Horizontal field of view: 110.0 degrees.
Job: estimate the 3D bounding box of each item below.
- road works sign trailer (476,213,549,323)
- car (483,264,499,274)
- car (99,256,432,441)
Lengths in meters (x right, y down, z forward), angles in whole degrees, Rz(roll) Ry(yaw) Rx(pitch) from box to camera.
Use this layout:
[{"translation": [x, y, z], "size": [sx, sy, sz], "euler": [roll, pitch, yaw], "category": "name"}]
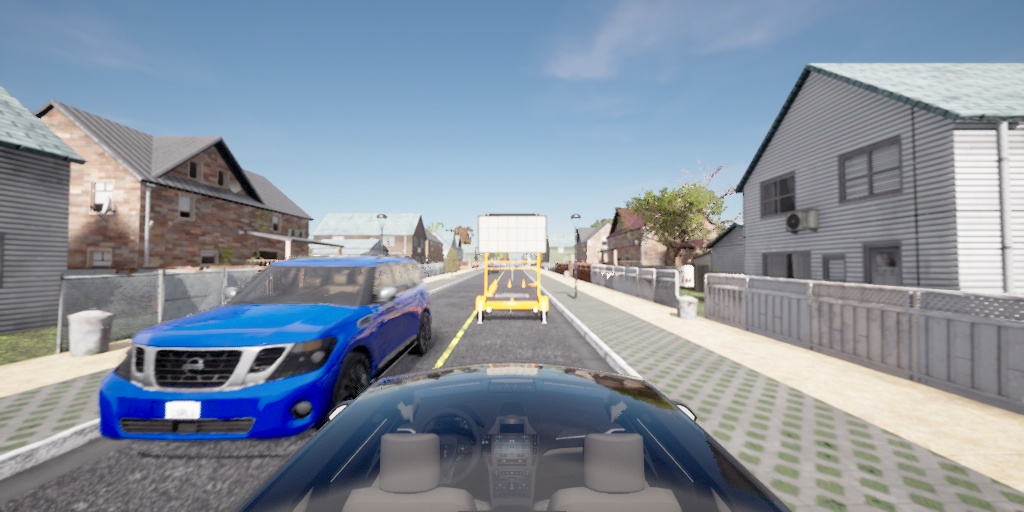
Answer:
[{"translation": [0.015, 0.316, 12.514], "size": [2.380, 3.560, 2.880], "euler": [0, 0, 0], "category": "road works sign trailer"}, {"translation": [-2.835, 1.829, 49.649], "size": [1.994, 1.385, 4.181], "euler": [0, -1, 0], "category": "car"}, {"translation": [-2.849, 1.010, 5.870], "size": [2.150, 2.045, 5.566], "euler": [0, -1, 0], "category": "car"}]
